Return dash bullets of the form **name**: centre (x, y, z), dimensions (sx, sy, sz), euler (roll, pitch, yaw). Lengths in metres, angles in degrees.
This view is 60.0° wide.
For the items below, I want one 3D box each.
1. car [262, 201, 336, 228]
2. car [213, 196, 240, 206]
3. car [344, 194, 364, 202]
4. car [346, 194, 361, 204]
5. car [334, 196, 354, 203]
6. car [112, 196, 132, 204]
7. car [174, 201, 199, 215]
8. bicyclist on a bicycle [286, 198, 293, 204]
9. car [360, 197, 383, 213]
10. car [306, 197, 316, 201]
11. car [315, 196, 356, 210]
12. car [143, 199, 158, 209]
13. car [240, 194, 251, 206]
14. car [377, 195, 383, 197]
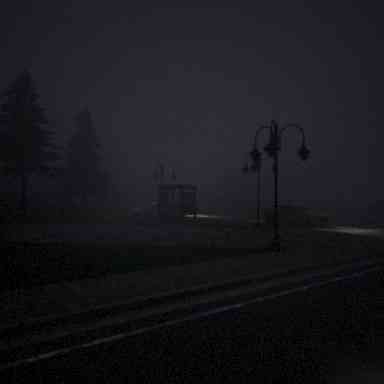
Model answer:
- **car**: centre (7.345, 1.602, 23.943), dimensions (1.882, 1.535, 5.008), euler (0, 0, -36)
- **car**: centre (5.459, 1.561, 56.784), dimensions (2.007, 1.523, 4.514), euler (0, 0, -36)
- **car**: centre (38.909, 1.524, 80.011), dimensions (1.905, 1.878, 3.866), euler (0, 0, -36)
- **car**: centre (30.244, 1.658, 65.043), dimensions (2.007, 1.523, 4.514), euler (0, 0, -36)
- **car**: centre (35.846, 1.789, 78.577), dimensions (1.970, 1.475, 3.806), euler (0, 0, -36)
- **car**: centre (-10.503, 1.196, 48.635), dimensions (2.097, 1.767, 4.553), euler (0, 0, -36)
- **car**: centre (-1.044, 1.687, 35.478), dimensions (1.994, 1.385, 4.181), euler (0, 0, -36)
- **bicyclist on a bicycle**: centre (9.725, 1.466, 33.390), dimensions (1.656, 1.620, 0.582), euler (0, 0, -36)
- **car**: centre (20.581, 1.595, 35.592), dimensions (1.845, 1.501, 3.633), euler (0, 0, -36)
- **car**: centre (22.083, 1.624, 59.277), dimensions (1.845, 1.501, 3.633), euler (0, 0, -36)
- **car**: centre (18.699, 1.622, 43.364), dimensions (1.970, 1.475, 3.806), euler (0, 0, -36)
- **car**: centre (-5.185, 1.669, 47.287), dimensions (1.812, 1.442, 4.674), euler (0, 0, -36)
- **car**: centre (7.983, 1.569, 58.648), dimensions (2.152, 1.636, 5.027), euler (0, 0, -36)
- **car**: centre (40.801, 1.526, 71.696), dimensions (1.932, 1.855, 4.605), euler (0, 0, -36)
